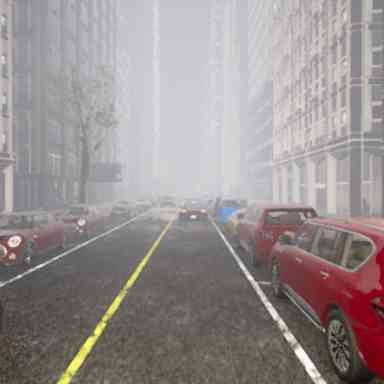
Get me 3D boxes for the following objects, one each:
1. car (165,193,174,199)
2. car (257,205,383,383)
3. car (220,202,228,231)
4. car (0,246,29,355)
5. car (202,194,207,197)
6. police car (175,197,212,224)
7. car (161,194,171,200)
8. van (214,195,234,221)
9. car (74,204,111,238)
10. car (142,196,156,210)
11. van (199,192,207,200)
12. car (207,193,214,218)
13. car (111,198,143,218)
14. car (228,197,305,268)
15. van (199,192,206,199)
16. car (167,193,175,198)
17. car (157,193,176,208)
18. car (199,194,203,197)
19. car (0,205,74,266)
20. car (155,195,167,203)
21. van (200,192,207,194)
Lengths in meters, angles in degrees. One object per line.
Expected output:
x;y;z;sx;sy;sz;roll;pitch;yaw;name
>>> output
-5.741;1.042;85.092;1.887;1.381;4.507;0;0;0;car
2.683;1.289;5.317;2.192;1.841;5.009;0;0;0;car
2.677;1.442;16.884;1.752;1.417;4.829;0;0;0;car
-3.101;1.495;1.942;1.837;1.490;4.892;0;0;0;car
2.662;1.312;45.209;2.008;1.369;4.403;0;0;0;car
0.086;1.388;23.479;2.038;1.542;4.974;0;0;0;police car
-5.734;1.157;73.696;1.802;1.307;4.206;0;0;0;car
2.674;1.229;22.411;1.690;1.788;3.998;0;0;0;van
-5.703;1.357;16.712;1.967;1.590;4.097;0;0;0;car
-5.716;1.321;39.335;1.752;1.417;4.829;0;0;0;car
2.643;0.878;79.396;1.690;1.788;3.998;0;0;0;van
2.671;1.173;28.110;2.192;1.841;5.009;0;0;0;car
-5.709;1.409;28.109;2.008;1.369;4.403;0;0;0;car
2.680;1.262;11.015;2.192;1.841;5.009;0;0;0;car
2.640;0.839;85.095;1.690;1.788;3.998;0;0;0;van
-5.744;1.039;90.791;1.802;1.307;4.206;0;0;0;car
-3.114;1.243;44.547;1.882;1.535;5.008;0;0;0;car
0.075;1.344;42.099;1.994;1.385;4.181;0;0;0;car
-5.700;1.386;11.013;1.967;1.590;4.097;0;0;0;car
-5.728;1.218;62.299;1.947;1.339;4.313;0;0;0;car
2.655;1.031;56.603;1.690;1.788;3.998;0;0;0;van
